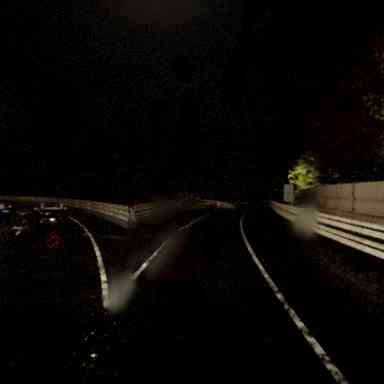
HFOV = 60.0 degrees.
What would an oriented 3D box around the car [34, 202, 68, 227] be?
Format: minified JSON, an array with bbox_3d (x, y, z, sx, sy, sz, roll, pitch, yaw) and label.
[{"bbox_3d":[-9.606,1.451,22.703,1.837,1.490,4.892,0,0,-24],"label":"car"}]

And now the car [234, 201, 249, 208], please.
[{"bbox_3d":[8.838,2.269,60.875,1.994,1.385,4.181,0,-3,12],"label":"car"}]

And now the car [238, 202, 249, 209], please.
[{"bbox_3d":[10.986,2.832,70.671,1.895,1.301,4.718,0,-4,13],"label":"car"}]

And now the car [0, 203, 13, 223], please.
[{"bbox_3d":[-14.422,1.487,24.586,1.994,1.385,4.181,0,0,-27],"label":"car"}]
